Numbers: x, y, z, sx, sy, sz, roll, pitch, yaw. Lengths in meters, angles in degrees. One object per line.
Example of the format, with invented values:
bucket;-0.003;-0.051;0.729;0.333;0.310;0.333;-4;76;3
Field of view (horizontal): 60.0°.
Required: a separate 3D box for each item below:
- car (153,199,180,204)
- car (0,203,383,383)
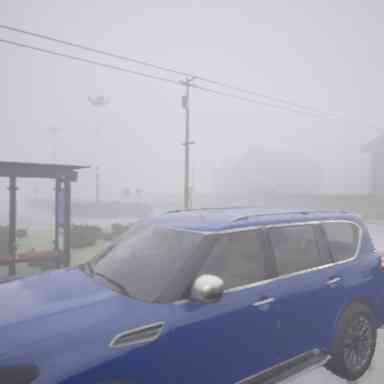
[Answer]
car;-3.563;1.697;45.848;1.882;1.535;5.008;1;0;-36
car;0.181;1.243;4.057;5.566;2.045;2.150;1;0;-34
